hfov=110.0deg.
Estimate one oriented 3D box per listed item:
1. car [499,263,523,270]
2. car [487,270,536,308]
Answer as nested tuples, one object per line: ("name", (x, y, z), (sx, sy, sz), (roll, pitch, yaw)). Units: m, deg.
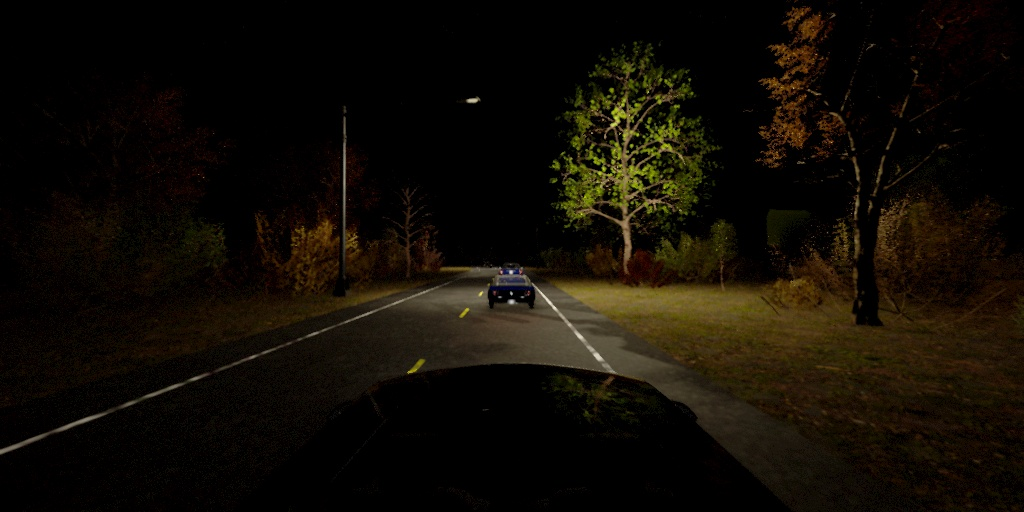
("car", (-0.082, 1.373, 30.945), (2.097, 1.767, 4.553), (0, -1, 0))
("car", (-0.018, 1.484, 15.962), (1.895, 1.301, 4.718), (0, 0, 0))
